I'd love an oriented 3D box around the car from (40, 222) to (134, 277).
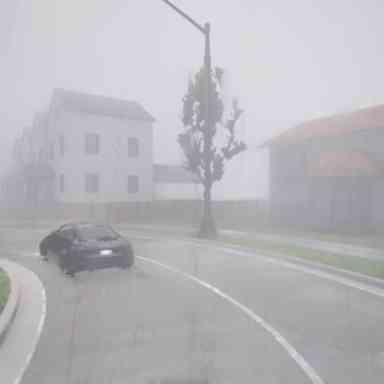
[{"bbox_3d":[-3.520,1.649,10.824,1.994,1.385,4.181,0,-1,-35],"label":"car"}]
